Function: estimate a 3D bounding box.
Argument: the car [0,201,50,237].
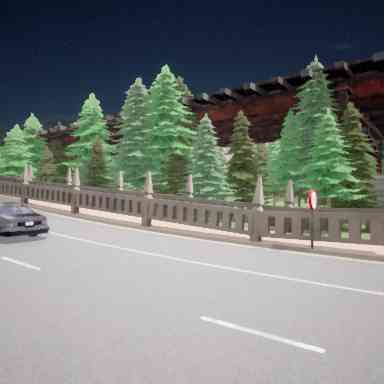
[{"bbox_3d":[-8.179,1.075,14.052,5.357,1.411,2.033,5,3,36],"label":"car"}]
